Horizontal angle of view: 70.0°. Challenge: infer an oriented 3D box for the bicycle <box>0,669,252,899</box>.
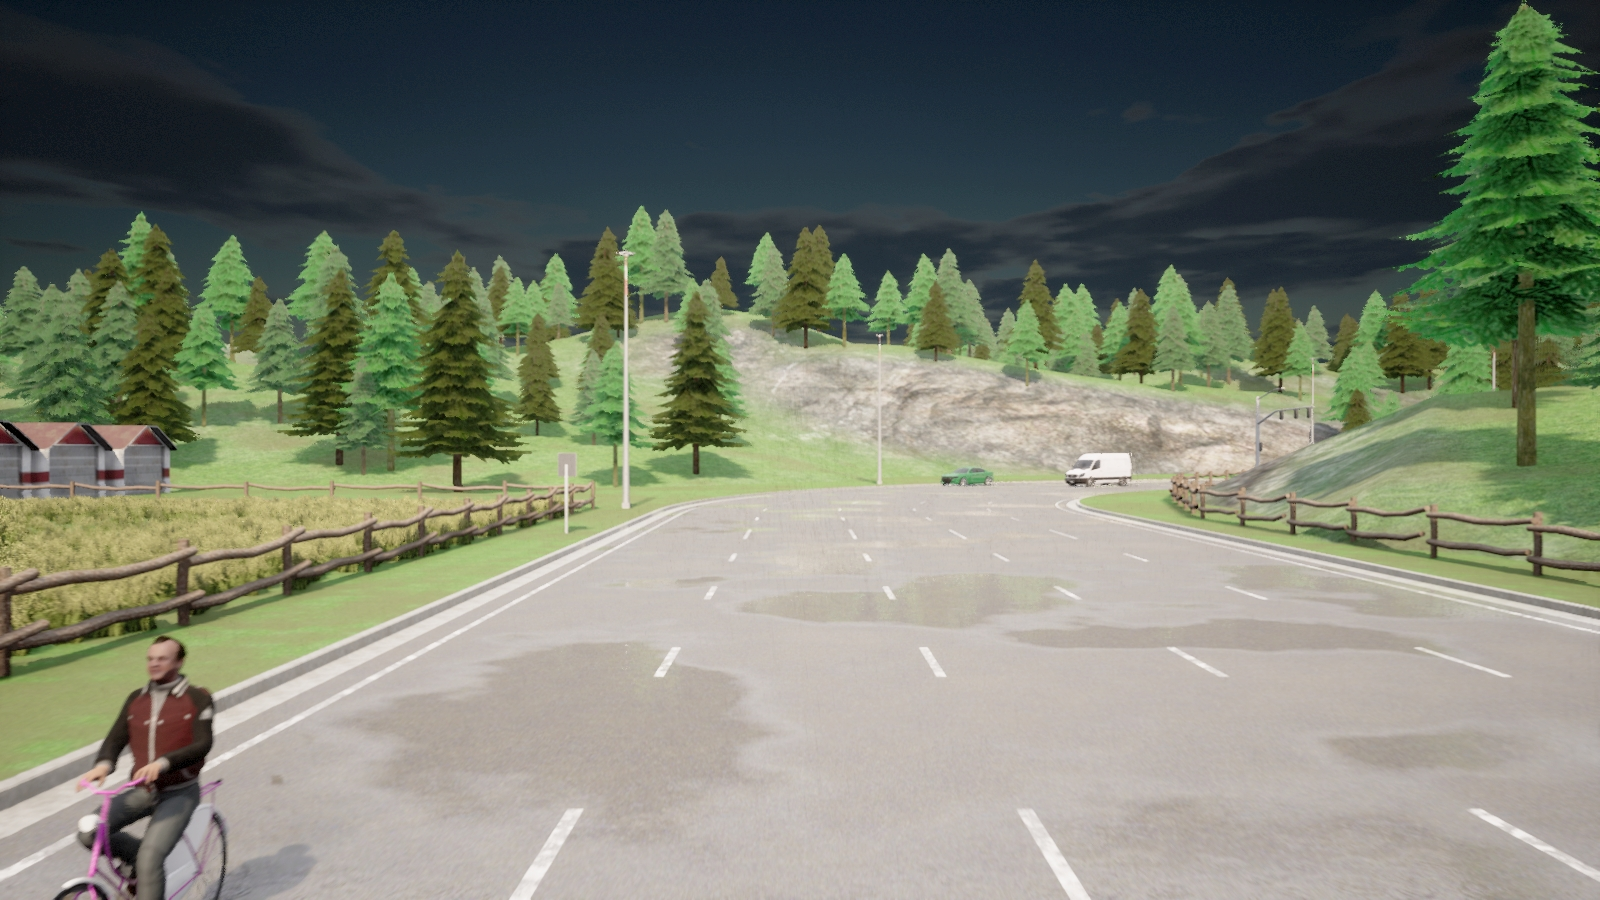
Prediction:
[{"bbox_3d":[-3.491,2.060,6.003,0.329,1.471,1.835,0,0,0],"label":"bicycle"}]
